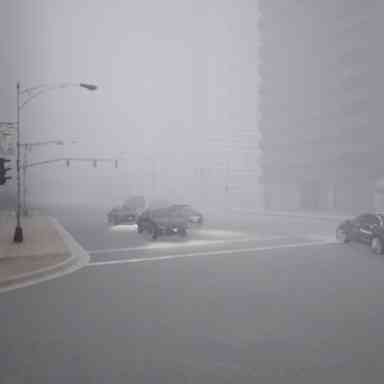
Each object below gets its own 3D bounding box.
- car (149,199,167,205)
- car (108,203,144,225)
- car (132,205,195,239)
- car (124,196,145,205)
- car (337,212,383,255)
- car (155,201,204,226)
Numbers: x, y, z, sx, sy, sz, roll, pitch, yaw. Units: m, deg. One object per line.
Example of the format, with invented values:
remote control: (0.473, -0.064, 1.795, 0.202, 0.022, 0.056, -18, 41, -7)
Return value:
car: (-5.137, 1.796, 50.980, 2.097, 1.767, 4.553, 0, 0, -25)
car: (-5.563, 1.850, 27.150, 1.994, 1.385, 4.181, 0, 0, -25)
car: (-1.774, 1.704, 18.986, 1.837, 1.490, 4.892, 0, 0, -23)
car: (-8.736, 1.692, 50.417, 2.150, 2.045, 5.566, 0, -1, -25)
car: (7.679, 1.576, 13.588, 1.837, 1.490, 4.892, 1, -1, 0)
car: (-0.806, 1.725, 25.258, 2.128, 1.511, 4.902, 0, 0, -25)
